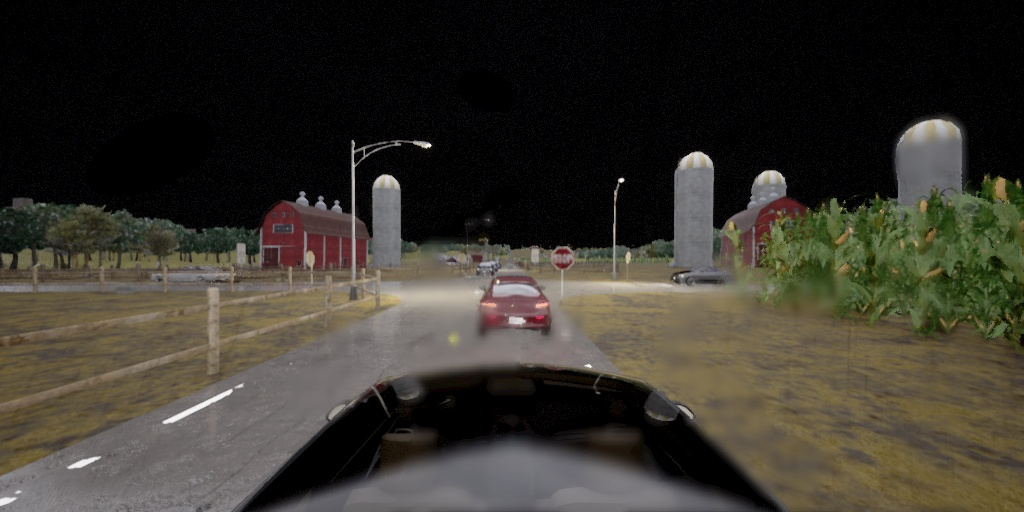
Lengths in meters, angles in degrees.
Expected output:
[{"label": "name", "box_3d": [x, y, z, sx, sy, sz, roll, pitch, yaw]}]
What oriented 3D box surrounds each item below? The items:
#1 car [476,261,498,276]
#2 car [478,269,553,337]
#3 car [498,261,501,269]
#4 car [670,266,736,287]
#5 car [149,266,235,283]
[{"label": "car", "box_3d": [-2.897, 1.402, 39.826, 1.812, 1.442, 4.674, 0, 0, 0]}, {"label": "car", "box_3d": [0.039, 1.276, 10.209, 1.812, 1.442, 4.674, 0, 0, -2]}, {"label": "car", "box_3d": [-2.912, 1.461, 49.905, 1.812, 1.442, 4.674, 0, 0, 0]}, {"label": "car", "box_3d": [13.659, 1.425, 25.738, 4.181, 1.385, 1.994, 0, 1, 0]}, {"label": "car", "box_3d": [-23.017, 1.374, 25.858, 4.718, 1.301, 1.895, 0, 1, 0]}]
